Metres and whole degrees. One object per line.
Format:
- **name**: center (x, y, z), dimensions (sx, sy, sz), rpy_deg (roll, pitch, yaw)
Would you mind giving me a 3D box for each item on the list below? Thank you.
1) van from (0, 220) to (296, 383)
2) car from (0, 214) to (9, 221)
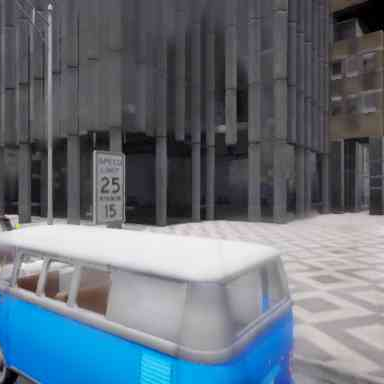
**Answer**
- **van**: center (-0.904, 1.339, 3.726), dimensions (3.998, 1.788, 1.690), rpy_deg (0, 0, 36)
- **car**: center (-5.497, 1.309, 7.002), dimensions (5.009, 1.841, 2.192), rpy_deg (0, 0, 36)
